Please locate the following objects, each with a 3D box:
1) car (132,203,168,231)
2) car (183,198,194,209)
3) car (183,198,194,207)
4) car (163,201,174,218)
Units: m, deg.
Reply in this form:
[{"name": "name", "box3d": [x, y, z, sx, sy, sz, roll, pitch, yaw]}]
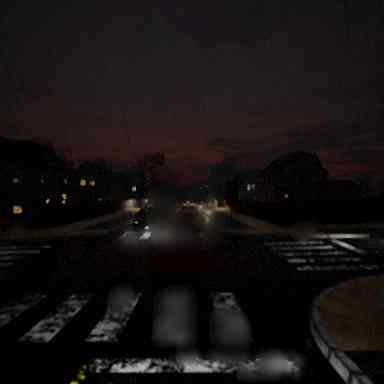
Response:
[{"name": "car", "box3d": [-2.793, 1.717, 22.048, 2.033, 1.411, 5.357, 0, -1, -4]}, {"name": "car", "box3d": [-0.620, 2.149, 56.076, 1.895, 1.301, 4.718, 0, -1, -1]}, {"name": "car", "box3d": [-0.792, 2.047, 66.046, 2.097, 1.767, 4.553, 0, -1, -2]}, {"name": "car", "box3d": [-3.117, 1.838, 33.181, 1.994, 1.385, 4.181, 0, -1, -1]}]
